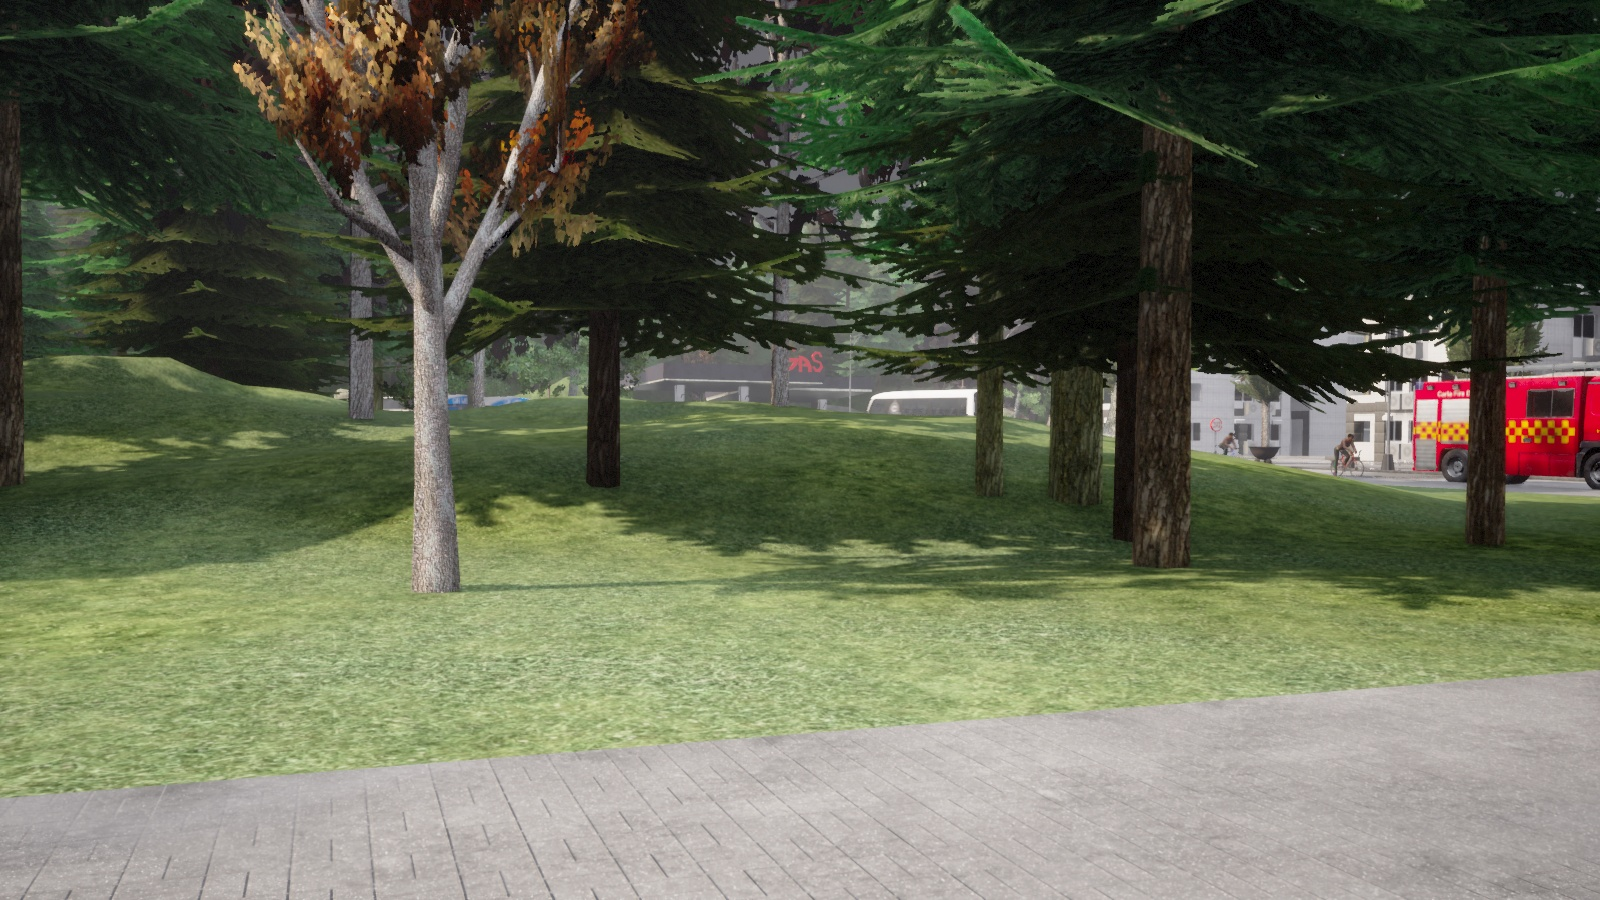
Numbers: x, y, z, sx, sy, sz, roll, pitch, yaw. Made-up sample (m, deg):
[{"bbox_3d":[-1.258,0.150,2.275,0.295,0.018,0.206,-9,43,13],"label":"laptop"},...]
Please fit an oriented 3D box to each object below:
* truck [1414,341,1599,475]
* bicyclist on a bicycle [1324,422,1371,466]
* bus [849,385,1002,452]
[{"bbox_3d":[23.339,-1.245,38.456,2.891,3.827,8.468,-1,1,-20],"label":"truck"},{"bbox_3d":[20.321,-0.227,46.636,0.582,1.620,1.656,-1,1,-20],"label":"bicyclist on a bicycle"},{"bbox_3d":[8.294,-2.041,84.491,3.944,4.253,10.273,0,1,-42],"label":"bus"}]
